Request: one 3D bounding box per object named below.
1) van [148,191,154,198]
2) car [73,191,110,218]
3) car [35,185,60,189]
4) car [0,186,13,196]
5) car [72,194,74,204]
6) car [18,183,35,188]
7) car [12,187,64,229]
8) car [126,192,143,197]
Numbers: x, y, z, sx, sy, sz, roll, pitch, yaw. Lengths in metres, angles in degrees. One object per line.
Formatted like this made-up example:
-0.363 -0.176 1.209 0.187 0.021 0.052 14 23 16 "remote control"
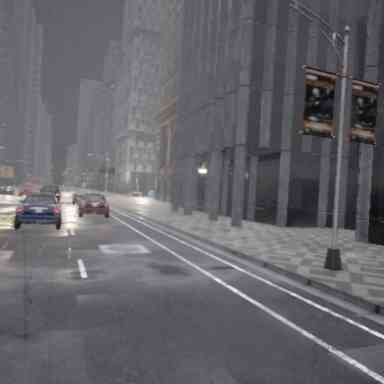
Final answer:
-9.544 0.659 88.117 3.998 1.788 1.690 3 0 -21 "van"
-7.508 0.881 25.108 2.097 1.767 4.553 3 0 -21 "car"
-14.972 0.293 35.200 2.150 2.045 5.566 3 0 -22 "car"
-28.311 -0.182 50.737 1.994 1.385 4.181 3 0 -21 "car"
-12.671 0.702 38.064 2.128 1.511 4.902 3 0 -21 "car"
-23.970 -0.271 48.595 2.150 2.045 5.566 3 0 -21 "car"
-7.984 0.857 17.626 2.097 1.767 4.553 3 0 -22 "car"
-14.776 0.565 86.059 4.403 1.369 2.008 3 0 -21 "car"
